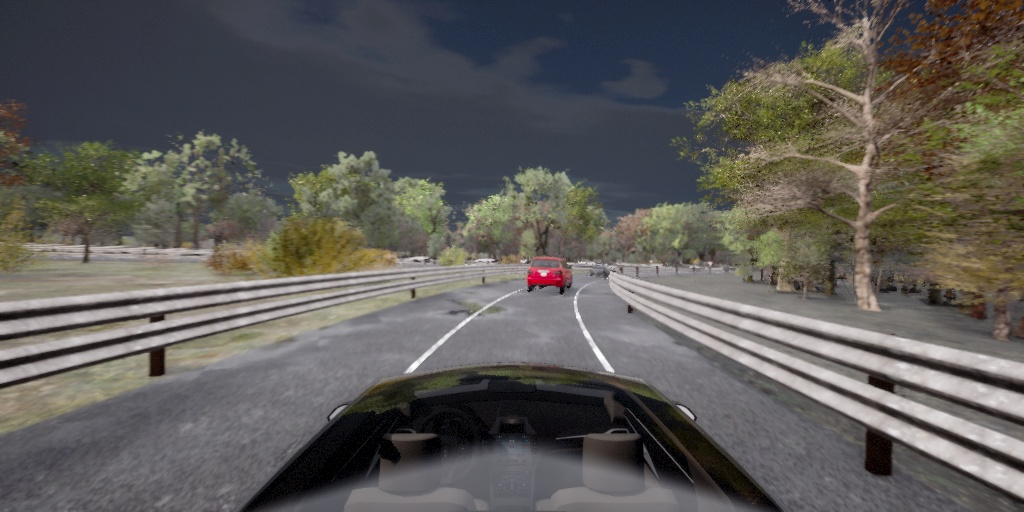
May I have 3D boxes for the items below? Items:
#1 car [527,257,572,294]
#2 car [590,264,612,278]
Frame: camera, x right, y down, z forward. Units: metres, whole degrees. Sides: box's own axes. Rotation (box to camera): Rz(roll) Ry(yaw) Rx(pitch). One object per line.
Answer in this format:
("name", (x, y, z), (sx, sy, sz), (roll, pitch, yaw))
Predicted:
("car", (2.417, 1.128, 22.164), (2.150, 2.045, 5.566), (1, -1, 15))
("car", (10.786, 1.762, 42.998), (2.128, 1.511, 4.902), (2, -1, 29))
